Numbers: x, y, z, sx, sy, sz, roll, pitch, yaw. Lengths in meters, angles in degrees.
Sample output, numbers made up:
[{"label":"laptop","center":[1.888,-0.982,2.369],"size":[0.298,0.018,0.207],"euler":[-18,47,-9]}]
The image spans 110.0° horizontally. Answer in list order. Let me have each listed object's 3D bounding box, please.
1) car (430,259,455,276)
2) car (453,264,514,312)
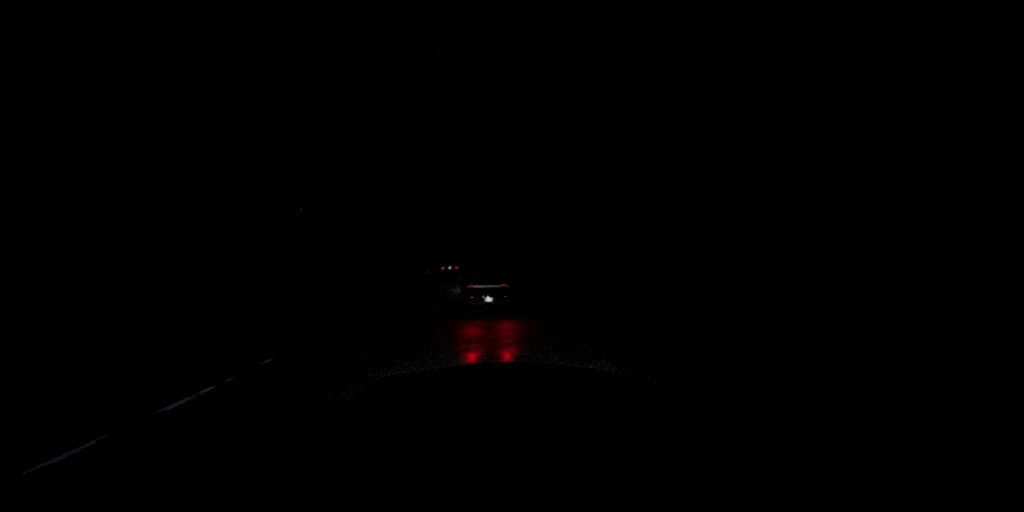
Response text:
[{"label":"car","center":[-6.232,1.021,32.943],"size":[2.033,1.411,5.357],"euler":[-1,2,-22]},{"label":"car","center":[-1.117,1.202,14.204],"size":[2.128,1.511,4.902],"euler":[-1,0,-8]}]
